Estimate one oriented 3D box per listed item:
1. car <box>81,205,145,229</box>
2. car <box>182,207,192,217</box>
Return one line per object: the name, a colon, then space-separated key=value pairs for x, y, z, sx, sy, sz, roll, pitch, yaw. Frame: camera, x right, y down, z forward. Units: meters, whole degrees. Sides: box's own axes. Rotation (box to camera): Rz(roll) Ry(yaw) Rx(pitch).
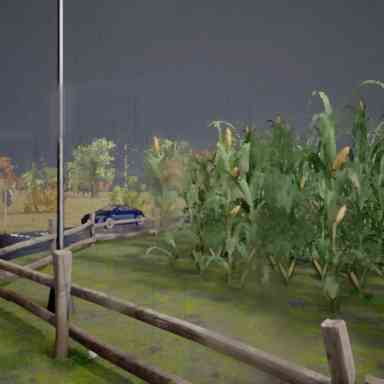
car: x=-4.982 y=1.524 z=21.449 sx=1.994 sy=1.385 sz=4.181 roll=0 pitch=0 yaw=37
car: x=1.035 y=1.440 z=29.643 sx=1.837 sy=1.490 sz=4.892 roll=0 pitch=0 yaw=36
